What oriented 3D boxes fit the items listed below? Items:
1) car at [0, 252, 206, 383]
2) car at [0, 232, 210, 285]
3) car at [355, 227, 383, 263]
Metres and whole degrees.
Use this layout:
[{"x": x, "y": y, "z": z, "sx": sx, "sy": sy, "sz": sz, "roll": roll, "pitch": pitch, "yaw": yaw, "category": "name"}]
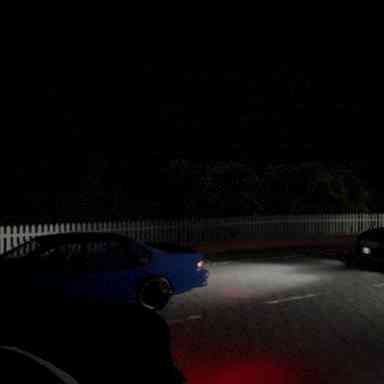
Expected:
[{"x": -2.334, "y": 1.488, "z": 1.836, "sx": 4.892, "sy": 1.490, "sz": 1.837, "roll": 0, "pitch": 0, "yaw": -34, "category": "car"}, {"x": -2.281, "y": 1.497, "z": 6.121, "sx": 5.357, "sy": 1.411, "sz": 2.033, "roll": 0, "pitch": 0, "yaw": -31, "category": "car"}, {"x": 7.409, "y": 1.419, "z": 10.144, "sx": 4.902, "sy": 1.511, "sz": 2.128, "roll": 0, "pitch": 0, "yaw": -13, "category": "car"}]
